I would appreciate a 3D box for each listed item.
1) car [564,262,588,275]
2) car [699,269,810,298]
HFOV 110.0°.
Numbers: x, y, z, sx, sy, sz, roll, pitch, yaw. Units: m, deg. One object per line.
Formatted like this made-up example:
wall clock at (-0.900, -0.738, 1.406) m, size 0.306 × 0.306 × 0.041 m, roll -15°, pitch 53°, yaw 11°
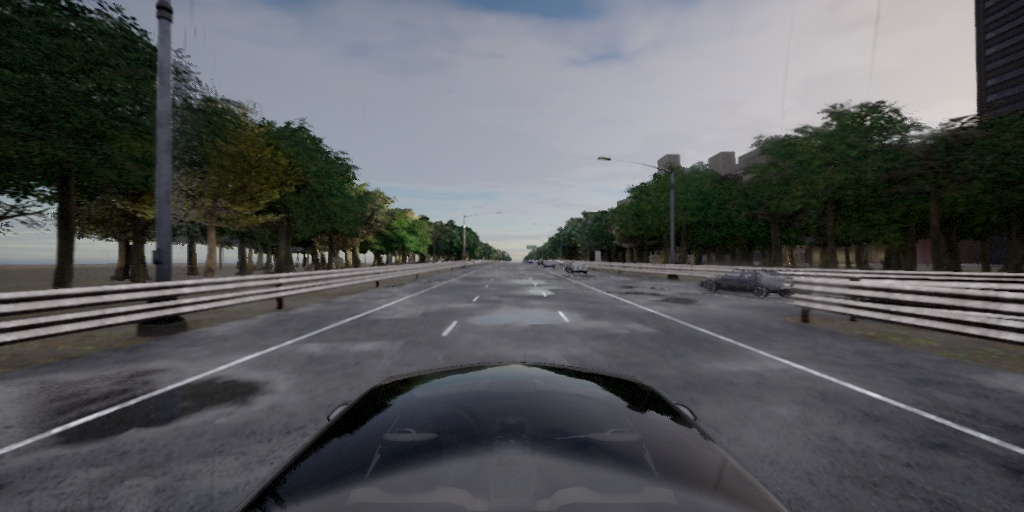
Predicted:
car at (7.549, 1.462, 42.695) m, size 2.033 × 1.411 × 5.357 m, roll 0°, pitch 0°, yaw -3°
car at (12.787, 1.405, 19.341) m, size 2.033 × 1.411 × 5.357 m, roll 0°, pitch 0°, yaw -17°
